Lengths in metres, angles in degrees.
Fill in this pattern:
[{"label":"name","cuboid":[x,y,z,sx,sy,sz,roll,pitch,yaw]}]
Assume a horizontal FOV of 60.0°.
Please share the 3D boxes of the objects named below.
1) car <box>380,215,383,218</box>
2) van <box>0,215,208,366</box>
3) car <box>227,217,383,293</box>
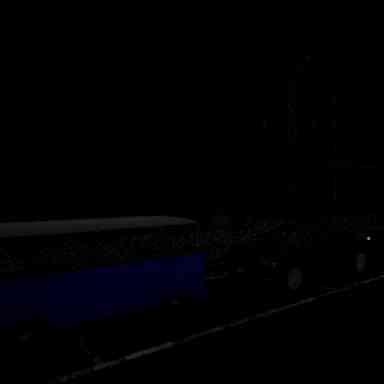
[{"label":"car","cuboid":[7.487,1.457,11.995,4.507,1.381,1.887,0,0,-36]},{"label":"van","cuboid":[-1.634,1.329,5.488,3.998,1.788,1.690,0,0,-36]},{"label":"car","cuboid":[2.928,1.495,8.742,4.507,1.381,1.887,0,0,-36]}]
